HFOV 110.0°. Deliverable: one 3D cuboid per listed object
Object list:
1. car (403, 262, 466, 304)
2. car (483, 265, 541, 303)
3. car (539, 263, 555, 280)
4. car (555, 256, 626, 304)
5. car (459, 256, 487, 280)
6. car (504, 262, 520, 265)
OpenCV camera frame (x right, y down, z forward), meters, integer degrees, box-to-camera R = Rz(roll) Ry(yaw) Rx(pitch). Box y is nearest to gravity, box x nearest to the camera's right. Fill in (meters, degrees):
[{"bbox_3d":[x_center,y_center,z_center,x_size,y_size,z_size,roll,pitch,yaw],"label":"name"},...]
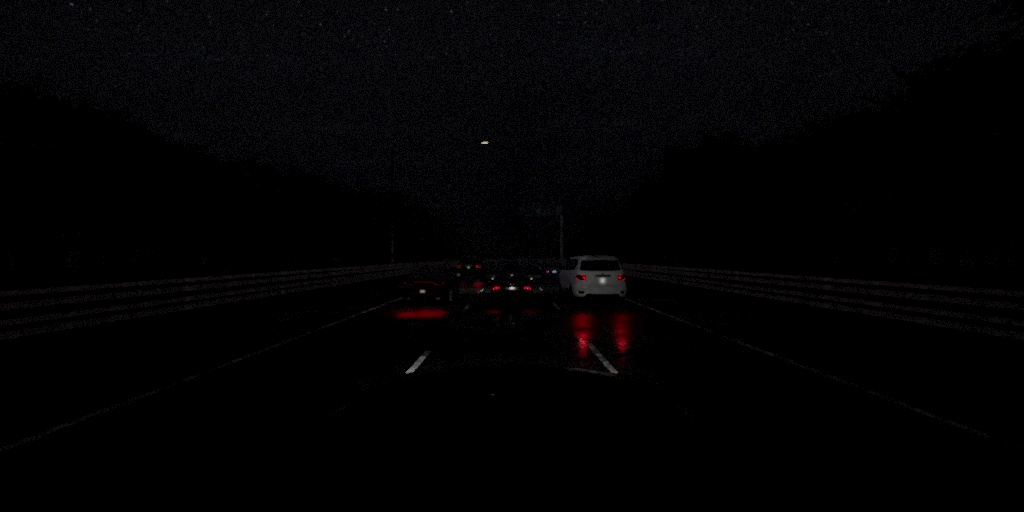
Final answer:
[{"bbox_3d":[-3.500,1.237,16.500,1.882,1.535,5.008,0,0,0],"label":"car"},{"bbox_3d":[0.000,1.316,16.501,2.033,1.411,5.357,0,0,0],"label":"car"},{"bbox_3d":[3.500,1.330,31.500,2.033,1.411,5.357,0,0,0],"label":"car"},{"bbox_3d":[3.500,1.010,16.530,2.150,2.045,5.566,0,0,0],"label":"car"},{"bbox_3d":[-3.500,1.024,31.531,2.150,2.045,5.566,0,0,0],"label":"car"},{"bbox_3d":[0.000,1.283,31.501,1.837,1.490,4.892,0,0,0],"label":"car"}]
